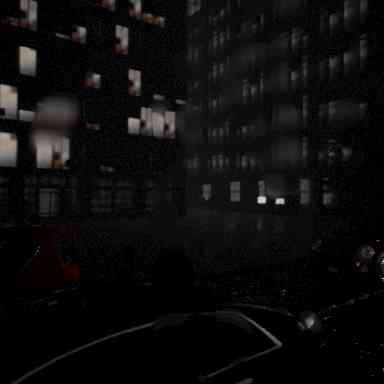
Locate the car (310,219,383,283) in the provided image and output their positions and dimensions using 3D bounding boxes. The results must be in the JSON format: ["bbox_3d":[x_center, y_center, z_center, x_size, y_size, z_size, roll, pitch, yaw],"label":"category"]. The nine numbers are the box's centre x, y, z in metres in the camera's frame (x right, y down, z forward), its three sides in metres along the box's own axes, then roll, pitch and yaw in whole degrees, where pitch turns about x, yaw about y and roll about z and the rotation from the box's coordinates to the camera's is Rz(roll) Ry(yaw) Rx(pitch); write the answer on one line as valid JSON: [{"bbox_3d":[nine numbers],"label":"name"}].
[{"bbox_3d":[5.351,1.540,9.905,4.097,1.590,1.967,1,0,-35],"label":"car"}]

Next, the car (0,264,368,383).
[{"bbox_3d":[-0.922,1.512,2.411,4.892,1.490,1.837,1,-1,-35],"label":"car"}]

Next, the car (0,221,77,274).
[{"bbox_3d":[-3.682,1.304,3.474,5.009,1.841,2.192,1,0,-35],"label":"car"}]
